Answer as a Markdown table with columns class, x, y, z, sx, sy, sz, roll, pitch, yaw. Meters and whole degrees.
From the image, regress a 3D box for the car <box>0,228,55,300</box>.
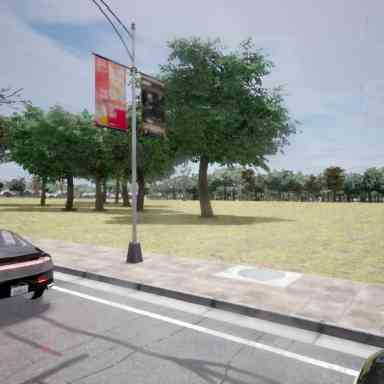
| class | x | y | z | sx | sy | sz | roll | pitch | yaw |
| --- | --- | --- | --- | --- | --- | --- | --- | --- | --- |
| car | -4.974 | 1.515 | 7.209 | 4.902 | 1.511 | 2.128 | 0 | 0 | 36 |

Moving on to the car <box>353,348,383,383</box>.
| class | x | y | z | sx | sy | sz | roll | pitch | yaw |
| --- | --- | --- | --- | --- | --- | --- | --- | --- | --- |
| car | 3.298 | 1.493 | 1.322 | 4.902 | 1.511 | 2.128 | 0 | 0 | 36 |
